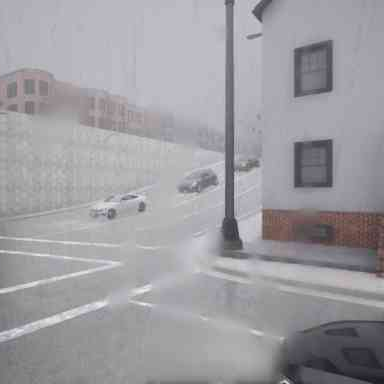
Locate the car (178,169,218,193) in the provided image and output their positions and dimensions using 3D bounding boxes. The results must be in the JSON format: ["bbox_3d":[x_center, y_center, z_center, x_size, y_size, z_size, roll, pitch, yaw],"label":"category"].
[{"bbox_3d":[0.565,-1.125,31.326,2.097,1.767,4.553,0,13,34],"label":"car"}]

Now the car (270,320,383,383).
[{"bbox_3d":[2.789,1.526,1.981,4.674,1.442,1.812,0,0,36],"label":"car"}]

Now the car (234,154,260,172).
[{"bbox_3d":[6.243,-3.501,39.340,2.097,1.767,4.553,0,14,35],"label":"car"}]

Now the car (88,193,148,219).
[{"bbox_3d":[-5.057,0.864,23.298,1.812,1.442,4.674,0,7,35],"label":"car"}]
